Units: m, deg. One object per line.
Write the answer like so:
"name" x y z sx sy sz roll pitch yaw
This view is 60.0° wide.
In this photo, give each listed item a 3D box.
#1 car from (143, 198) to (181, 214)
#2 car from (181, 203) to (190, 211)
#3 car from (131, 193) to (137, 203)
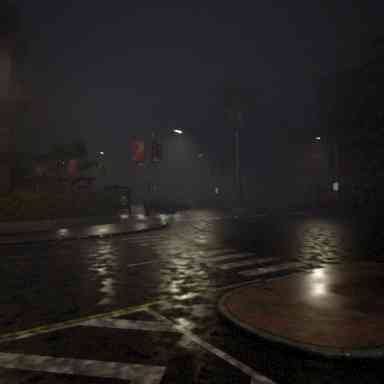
"car" -3.582 1.478 36.171 1.882 1.535 5.008 0 0 -35
"car" -2.176 1.601 40.268 1.895 1.301 4.718 0 0 -35
"car" -13.431 1.220 68.429 2.150 2.045 5.566 0 0 -39
